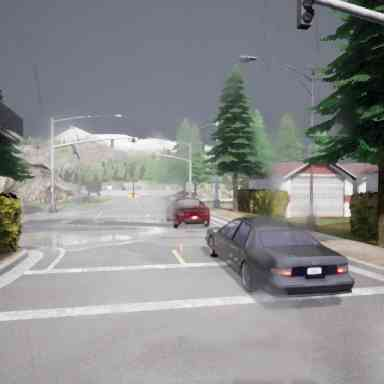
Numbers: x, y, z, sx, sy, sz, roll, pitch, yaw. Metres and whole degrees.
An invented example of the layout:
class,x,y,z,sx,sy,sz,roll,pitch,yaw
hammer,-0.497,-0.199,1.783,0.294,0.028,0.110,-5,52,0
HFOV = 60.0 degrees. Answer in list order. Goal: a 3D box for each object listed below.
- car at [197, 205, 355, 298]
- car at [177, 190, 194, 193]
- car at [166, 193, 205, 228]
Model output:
class,x,y,z,sx,sy,sz,roll,pitch,yaw
car,1.775,1.366,8.601,2.033,1.411,5.357,0,3,-11
car,-0.966,0.385,70.291,4.902,1.511,2.128,0,1,-11
car,-0.327,1.059,18.982,1.882,1.535,5.008,-1,2,-11
